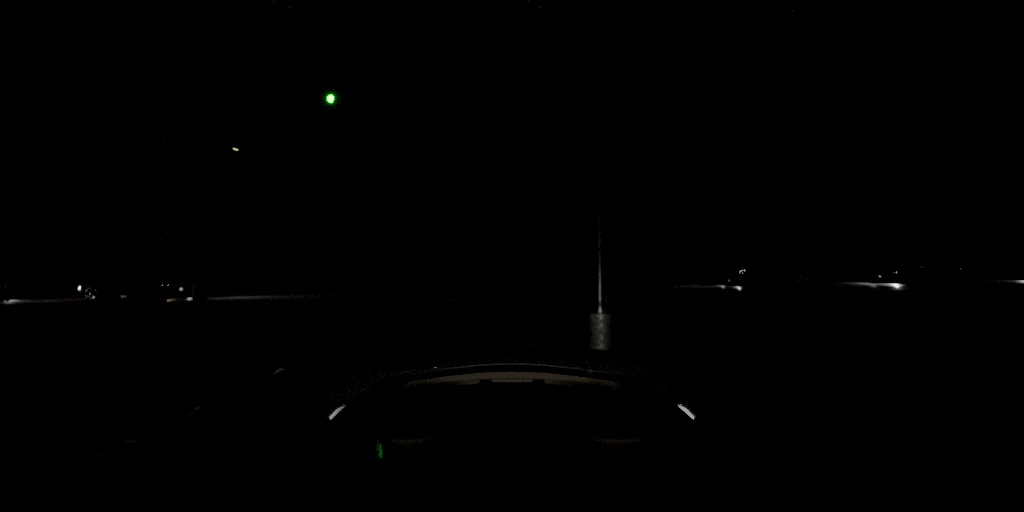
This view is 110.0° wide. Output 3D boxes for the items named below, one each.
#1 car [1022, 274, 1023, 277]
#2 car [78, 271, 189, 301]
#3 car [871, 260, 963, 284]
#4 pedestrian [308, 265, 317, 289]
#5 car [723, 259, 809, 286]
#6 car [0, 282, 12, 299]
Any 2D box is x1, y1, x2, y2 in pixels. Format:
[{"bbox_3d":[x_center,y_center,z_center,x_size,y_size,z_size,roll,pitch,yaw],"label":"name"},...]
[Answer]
[{"bbox_3d":[36.701,0.865,23.141,5.357,1.411,2.033,-1,-2,0],"label":"car"},{"bbox_3d":[-20.447,1.576,19.516,4.902,1.511,2.128,-1,-2,0],"label":"car"},{"bbox_3d":[26.106,1.005,23.163,4.674,1.442,1.812,-1,-2,1],"label":"car"},{"bbox_3d":[-15.089,1.598,27.113,0.375,1.860,0.375,0,-2,0],"label":"pedestrian"},{"bbox_3d":[16.257,0.988,23.179,4.553,1.767,2.097,-1,-2,0],"label":"car"},{"bbox_3d":[-30.515,1.696,19.532,4.902,1.511,2.128,-1,-2,0],"label":"car"}]
